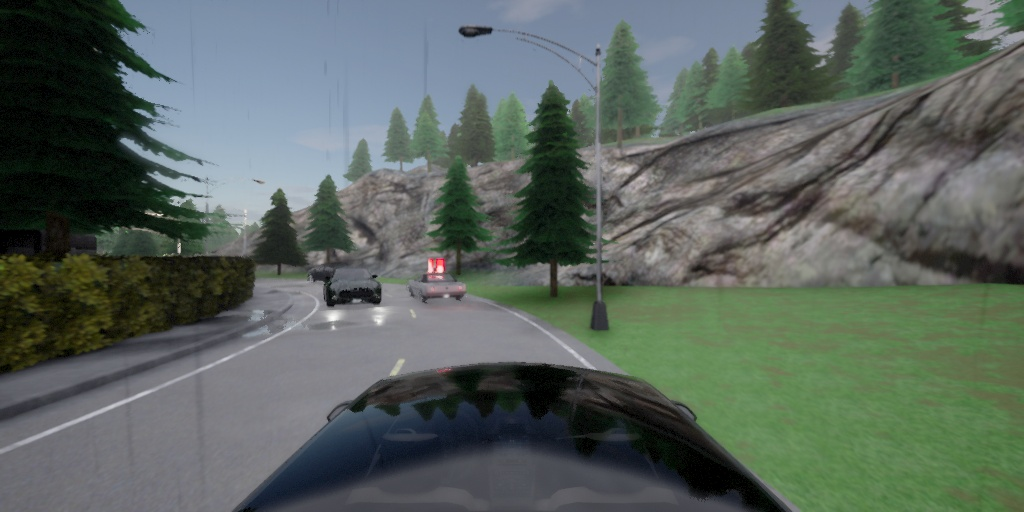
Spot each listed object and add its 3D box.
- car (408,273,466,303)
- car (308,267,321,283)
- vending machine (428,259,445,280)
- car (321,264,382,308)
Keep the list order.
[{"bbox_3d":[-3.905,1.502,17.923,1.895,1.301,4.718,0,-1,-26],"label":"car"},{"bbox_3d":[-15.382,1.549,30.471,4.892,1.490,1.837,-1,-1,34],"label":"car"},{"bbox_3d":[-5.674,1.181,27.007,1.100,2.100,0.880,0,0,-41],"label":"vending machine"},{"bbox_3d":[-7.360,1.251,16.438,2.097,1.767,4.553,0,0,-30],"label":"car"}]
